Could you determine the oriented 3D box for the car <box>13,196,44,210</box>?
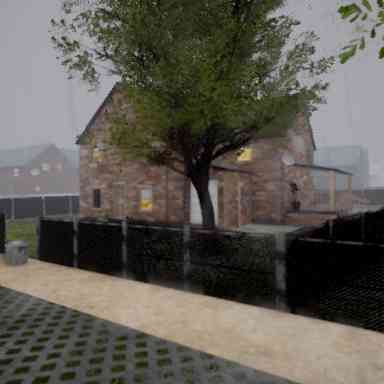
[{"bbox_3d":[-16.069,1.167,31.501,1.882,1.535,5.008,0,1,34],"label":"car"}]
